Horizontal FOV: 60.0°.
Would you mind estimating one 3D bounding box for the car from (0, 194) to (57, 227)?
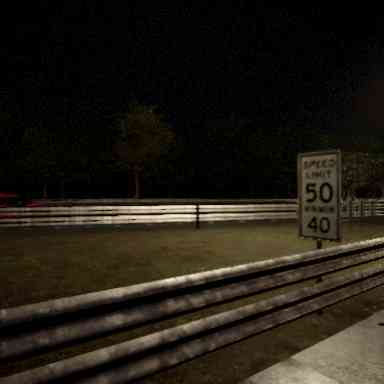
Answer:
[{"bbox_3d":[-11.007,1.121,19.821,5.566,2.045,2.150,0,0,-22],"label":"car"}]

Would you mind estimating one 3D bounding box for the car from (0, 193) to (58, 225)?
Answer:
[{"bbox_3d":[-12.317,1.128,23.066,5.566,2.045,2.150,0,0,-22],"label":"car"}]

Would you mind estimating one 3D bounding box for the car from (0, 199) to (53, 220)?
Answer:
[{"bbox_3d":[-13.656,1.333,26.300,4.902,1.511,2.128,0,0,-22],"label":"car"}]
